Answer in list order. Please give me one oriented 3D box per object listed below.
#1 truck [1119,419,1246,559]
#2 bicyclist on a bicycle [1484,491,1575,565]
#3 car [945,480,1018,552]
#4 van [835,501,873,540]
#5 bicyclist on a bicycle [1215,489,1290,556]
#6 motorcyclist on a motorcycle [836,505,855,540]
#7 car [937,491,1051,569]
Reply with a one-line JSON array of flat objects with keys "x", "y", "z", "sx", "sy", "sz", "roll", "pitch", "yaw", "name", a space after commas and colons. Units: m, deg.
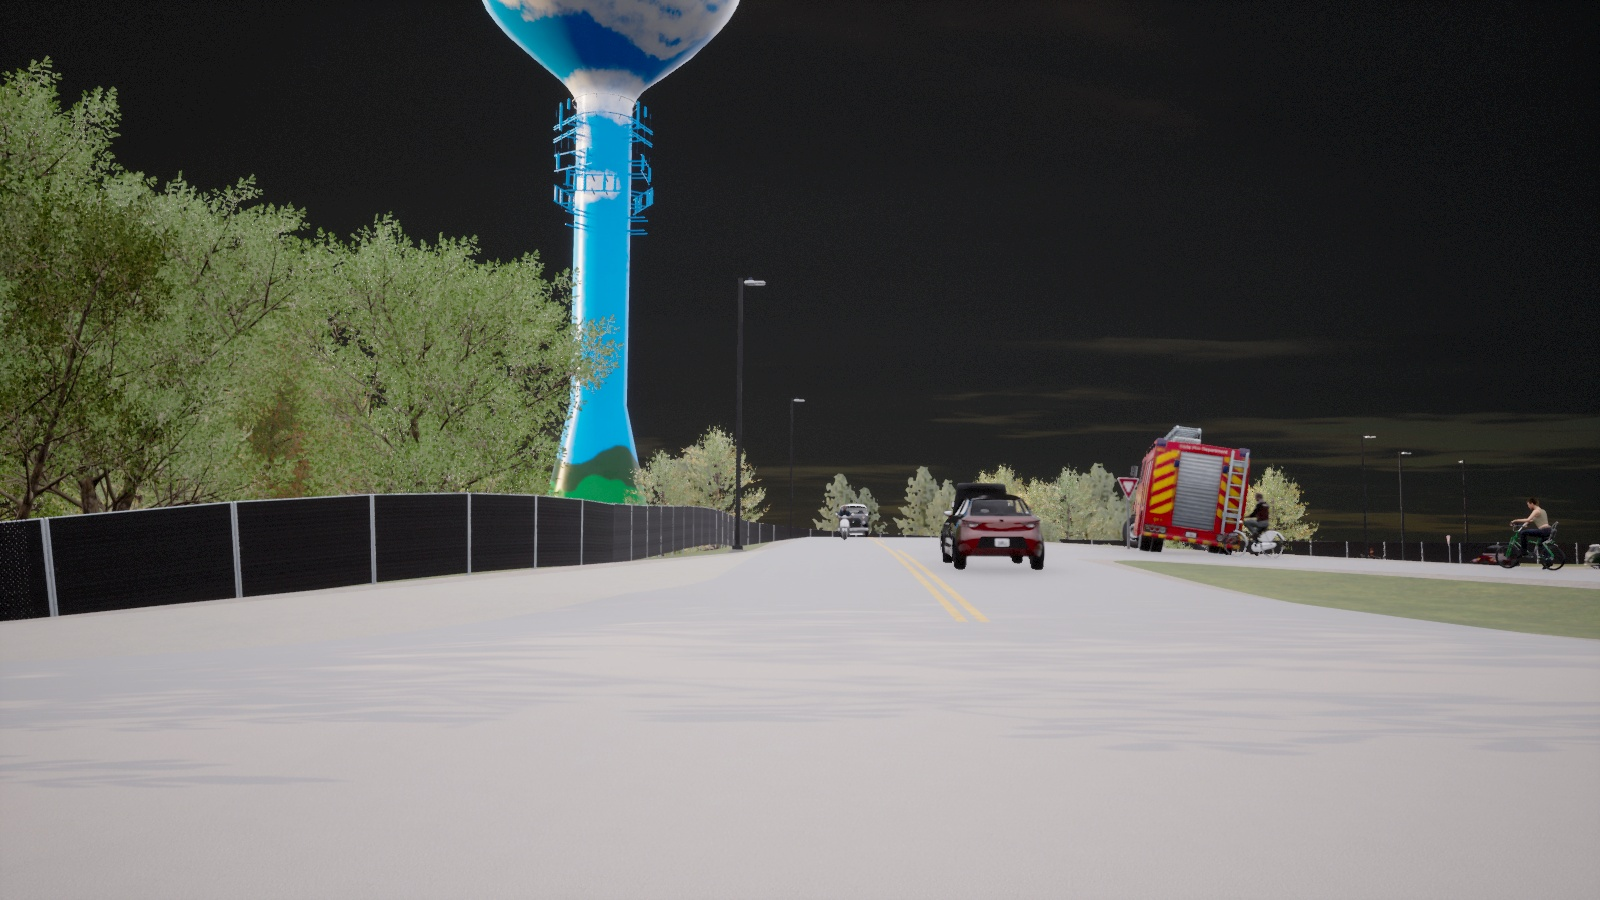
[{"x": 12.466, "y": 1.400, "z": 41.678, "sx": 2.891, "sy": 3.827, "sz": 8.468, "roll": 7, "pitch": -2, "yaw": 13, "name": "truck"}, {"x": 16.300, "y": 1.737, "z": 28.082, "sx": 0.866, "sy": 1.612, "sz": 1.509, "roll": 3, "pitch": -4, "yaw": -35, "name": "bicyclist on a bicycle"}, {"x": 5.034, "y": 1.847, "z": 35.019, "sx": 1.905, "sy": 1.878, "sz": 3.866, "roll": 0, "pitch": -3, "yaw": 8, "name": "car"}, {"x": 3.193, "y": 4.181, "z": 73.553, "sx": 2.069, "sy": 2.038, "sz": 4.480, "roll": -1, "pitch": -6, "yaw": 4, "name": "van"}, {"x": 12.281, "y": 1.956, "z": 34.130, "sx": 0.659, "sy": 1.776, "sz": 1.843, "roll": 3, "pitch": -4, "yaw": -36, "name": "bicyclist on a bicycle"}, {"x": 2.072, "y": 3.315, "z": 57.477, "sx": 0.866, "sy": 1.590, "sz": 1.817, "roll": 0, "pitch": -3, "yaw": 2, "name": "motorcyclist on a motorcycle"}, {"x": 3.914, "y": 1.622, "z": 25.945, "sx": 1.816, "sy": 1.474, "sz": 4.193, "roll": 0, "pitch": -3, "yaw": 2, "name": "car"}]
